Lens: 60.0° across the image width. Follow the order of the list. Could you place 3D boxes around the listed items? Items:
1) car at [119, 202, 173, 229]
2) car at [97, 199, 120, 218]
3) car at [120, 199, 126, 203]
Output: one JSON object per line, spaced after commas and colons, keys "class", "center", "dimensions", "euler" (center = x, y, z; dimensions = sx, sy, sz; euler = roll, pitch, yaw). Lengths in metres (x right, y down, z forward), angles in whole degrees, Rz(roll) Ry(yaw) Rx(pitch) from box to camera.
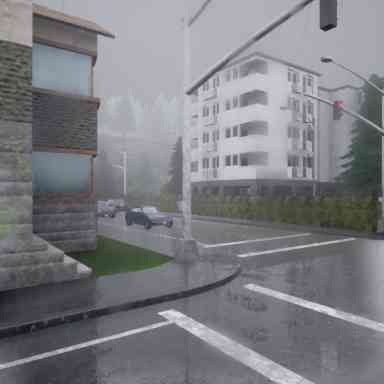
{"class": "car", "center": [-3.128, 1.702, 23.316], "dimensions": [1.812, 1.442, 4.674], "euler": [0, 0, -36]}
{"class": "car", "center": [-8.910, 1.528, 31.450], "dimensions": [2.097, 1.767, 4.553], "euler": [0, 0, -35]}
{"class": "car", "center": [-8.777, 1.528, 37.599], "dimensions": [2.097, 1.767, 4.553], "euler": [0, 0, -35]}
